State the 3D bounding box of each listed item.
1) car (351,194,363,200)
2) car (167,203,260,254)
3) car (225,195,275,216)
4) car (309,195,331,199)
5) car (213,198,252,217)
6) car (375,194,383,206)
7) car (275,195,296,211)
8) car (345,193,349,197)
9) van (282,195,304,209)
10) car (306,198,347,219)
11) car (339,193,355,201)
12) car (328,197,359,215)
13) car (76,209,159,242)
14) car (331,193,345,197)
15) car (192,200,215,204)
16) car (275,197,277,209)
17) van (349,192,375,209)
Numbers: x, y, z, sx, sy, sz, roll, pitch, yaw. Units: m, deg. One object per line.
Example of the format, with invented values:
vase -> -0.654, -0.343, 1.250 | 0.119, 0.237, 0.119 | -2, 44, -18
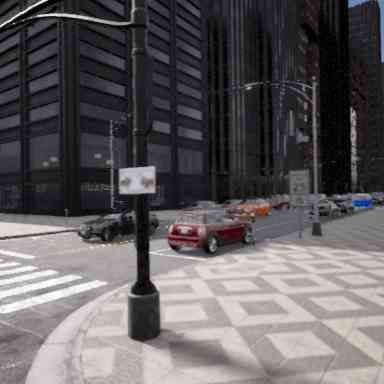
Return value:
car -> 40.611, 1.271, 81.908 | 1.947, 1.339, 4.313 | -1, 0, 36
car -> 0.878, 1.438, 13.657 | 1.967, 1.590, 4.097 | -1, 0, 36
car -> 5.164, 1.350, 29.347 | 2.097, 1.767, 4.553 | -1, 0, 36
car -> 16.897, 1.462, 45.093 | 1.994, 1.385, 4.181 | -1, 0, 36
car -> 3.993, 1.470, 32.245 | 1.967, 1.590, 4.097 | -1, 0, 36
car -> 27.508, 1.310, 49.773 | 1.947, 1.339, 4.313 | -1, 0, 36
car -> 10.648, 1.281, 41.275 | 2.192, 1.841, 5.009 | -1, 0, 36
car -> 30.624, 1.339, 68.364 | 2.008, 1.369, 4.403 | -1, 0, 36
van -> 13.977, 1.276, 45.789 | 1.690, 1.788, 3.998 | -1, 0, 36
car -> 10.865, 1.450, 27.200 | 2.008, 1.369, 4.403 | -1, 0, 36
car -> 33.950, 1.075, 72.879 | 2.192, 1.841, 5.009 | -1, 0, 36
car -> 14.194, 1.433, 31.714 | 1.947, 1.339, 4.313 | -1, 0, 36
car -> -3.701, 1.612, 17.326 | 1.812, 1.442, 4.674 | -1, 0, 36
car -> 27.294, 1.257, 63.849 | 1.967, 1.590, 4.097 | -1, 0, 36
car -> 0.664, 1.503, 27.730 | 1.967, 1.590, 4.097 | -1, 0, 36
car -> 7.323, 1.548, 36.759 | 2.008, 1.369, 4.403 | -1, 0, 36
van -> 20.848, 1.146, 40.744 | 1.690, 1.788, 3.998 | -1, 0, 36
